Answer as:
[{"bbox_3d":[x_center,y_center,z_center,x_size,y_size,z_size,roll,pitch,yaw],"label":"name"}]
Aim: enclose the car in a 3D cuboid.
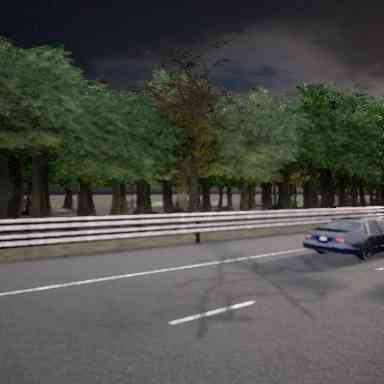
[{"bbox_3d":[6.542,1.665,12.828,5.357,1.411,2.033,1,0,-35],"label":"car"}]
